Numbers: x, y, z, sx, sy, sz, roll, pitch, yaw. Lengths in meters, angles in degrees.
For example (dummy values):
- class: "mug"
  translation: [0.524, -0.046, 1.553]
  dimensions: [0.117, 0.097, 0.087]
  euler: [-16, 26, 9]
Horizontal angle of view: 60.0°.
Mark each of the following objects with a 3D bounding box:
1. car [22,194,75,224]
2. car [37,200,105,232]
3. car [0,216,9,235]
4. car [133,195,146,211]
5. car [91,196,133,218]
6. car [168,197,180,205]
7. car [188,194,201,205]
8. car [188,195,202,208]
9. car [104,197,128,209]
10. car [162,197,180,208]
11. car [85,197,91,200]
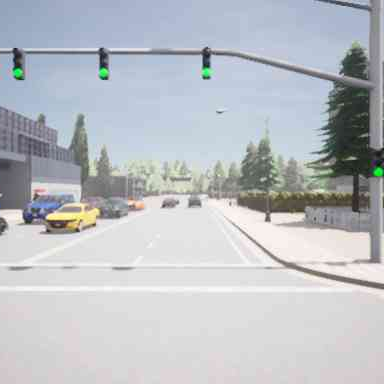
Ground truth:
- class: "car"
  translation: [-10.483, 1.191, 25.013]
  dimensions: [2.150, 2.045, 5.566]
  euler: [0, 0, 1]
- class: "car"
  translation: [-7.030, 1.454, 19.971]
  dimensions: [1.882, 1.535, 5.008]
  euler: [0, 0, 1]
- class: "car"
  translation: [-10.567, 1.545, 15.660]
  dimensions: [1.994, 1.385, 4.181]
  euler: [0, 0, 1]
- class: "car"
  translation: [-6.825, 1.304, 39.322]
  dimensions: [2.097, 1.767, 4.553]
  euler: [0, 0, 1]
- class: "car"
  translation: [-6.939, 1.317, 29.208]
  dimensions: [2.097, 1.767, 4.553]
  euler: [0, 0, 1]
- class: "car"
  translation: [-3.075, 1.531, 57.294]
  dimensions: [1.895, 1.301, 4.718]
  euler: [0, 0, 1]
- class: "car"
  translation: [0.424, 1.283, 56.967]
  dimensions: [2.097, 1.767, 4.553]
  euler: [0, 0, 1]
- class: "car"
  translation: [0.427, 1.448, 46.898]
  dimensions: [1.837, 1.490, 4.892]
  euler: [0, 0, 1]
- class: "car"
  translation: [-10.235, 1.437, 45.171]
  dimensions: [2.128, 1.511, 4.902]
  euler: [0, 0, 1]
- class: "car"
  translation: [-3.176, 1.491, 46.658]
  dimensions: [2.033, 1.411, 5.357]
  euler: [0, 0, 1]
- class: "car"
  translation: [-10.377, 1.310, 34.914]
  dimensions: [2.097, 1.767, 4.553]
  euler: [0, 0, 1]
